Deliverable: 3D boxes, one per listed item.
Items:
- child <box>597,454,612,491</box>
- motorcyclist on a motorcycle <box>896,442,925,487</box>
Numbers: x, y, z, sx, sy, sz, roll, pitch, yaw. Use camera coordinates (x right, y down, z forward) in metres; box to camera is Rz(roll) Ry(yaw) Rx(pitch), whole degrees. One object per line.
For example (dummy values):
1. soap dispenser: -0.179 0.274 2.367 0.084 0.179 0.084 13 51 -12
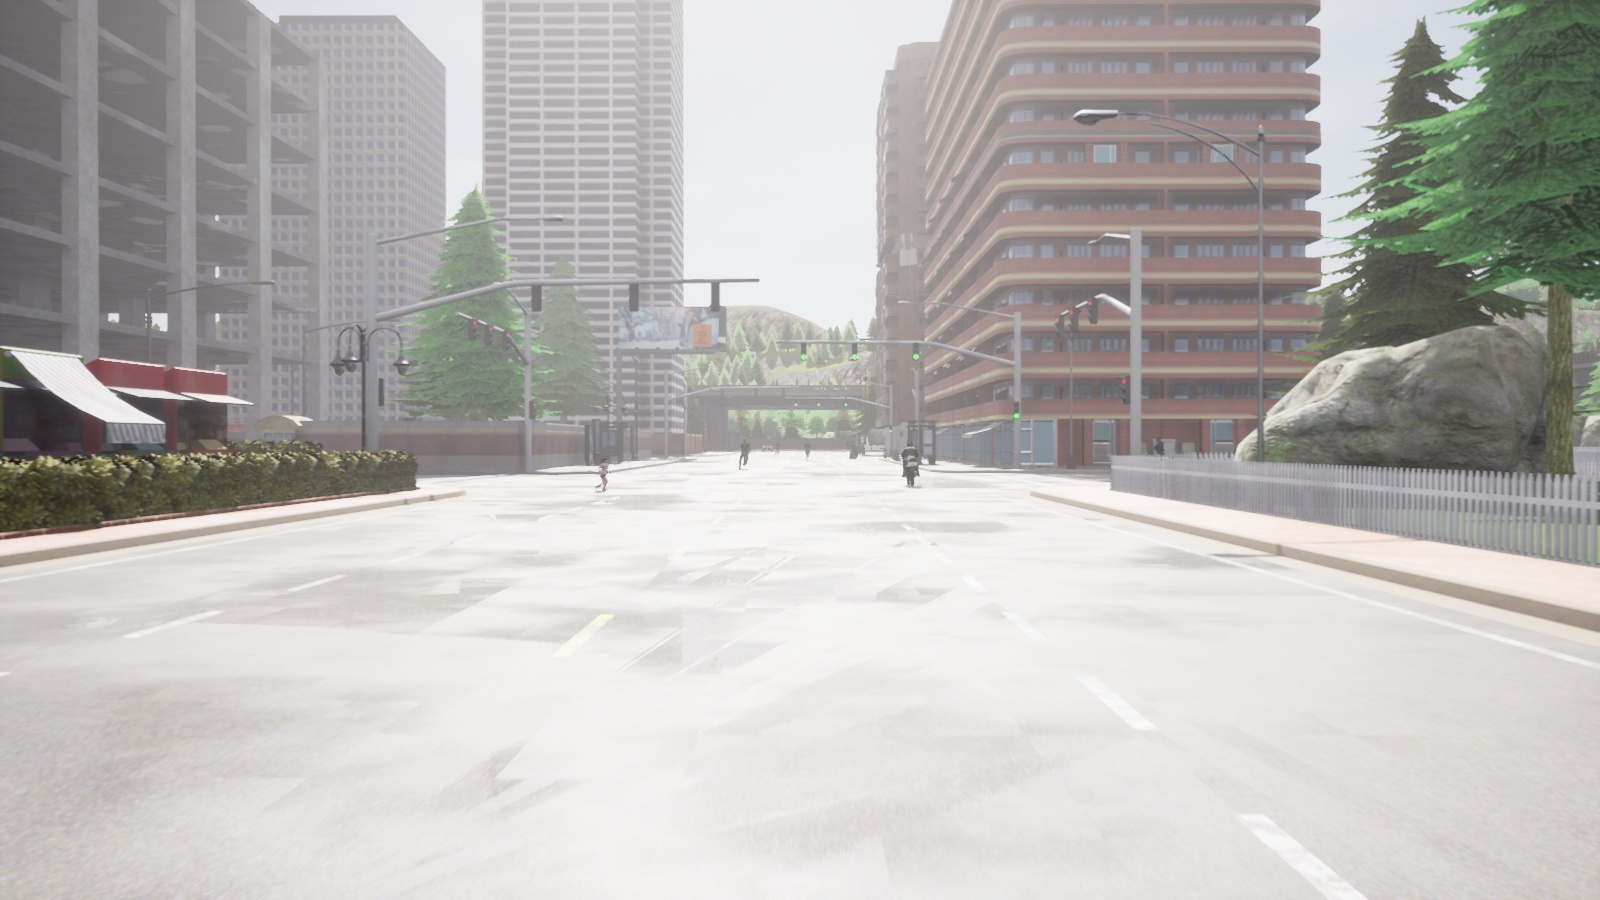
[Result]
1. child: -5.965 0.675 38.270 0.394 1.110 0.255 0 0 7
2. motorcyclist on a motorcycle: 3.763 0.478 42.858 0.797 1.523 2.044 0 0 0
